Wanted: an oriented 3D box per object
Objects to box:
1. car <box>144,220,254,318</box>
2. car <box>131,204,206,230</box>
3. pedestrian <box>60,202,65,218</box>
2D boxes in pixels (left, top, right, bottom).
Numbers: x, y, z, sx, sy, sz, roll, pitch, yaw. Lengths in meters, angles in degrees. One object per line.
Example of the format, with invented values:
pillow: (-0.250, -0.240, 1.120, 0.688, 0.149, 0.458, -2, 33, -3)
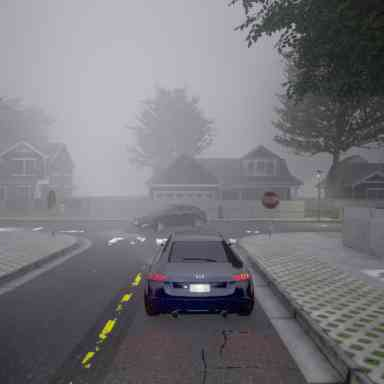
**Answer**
car: (0.105, 1.562, 7.514, 1.994, 1.385, 4.181, 0, 0, -1)
car: (-1.297, 1.504, 19.991, 4.892, 1.490, 1.837, 1, -3, -41)
pedestrian: (-9.823, 1.338, 25.255, 0.375, 1.300, 0.375, 0, 0, -1)
